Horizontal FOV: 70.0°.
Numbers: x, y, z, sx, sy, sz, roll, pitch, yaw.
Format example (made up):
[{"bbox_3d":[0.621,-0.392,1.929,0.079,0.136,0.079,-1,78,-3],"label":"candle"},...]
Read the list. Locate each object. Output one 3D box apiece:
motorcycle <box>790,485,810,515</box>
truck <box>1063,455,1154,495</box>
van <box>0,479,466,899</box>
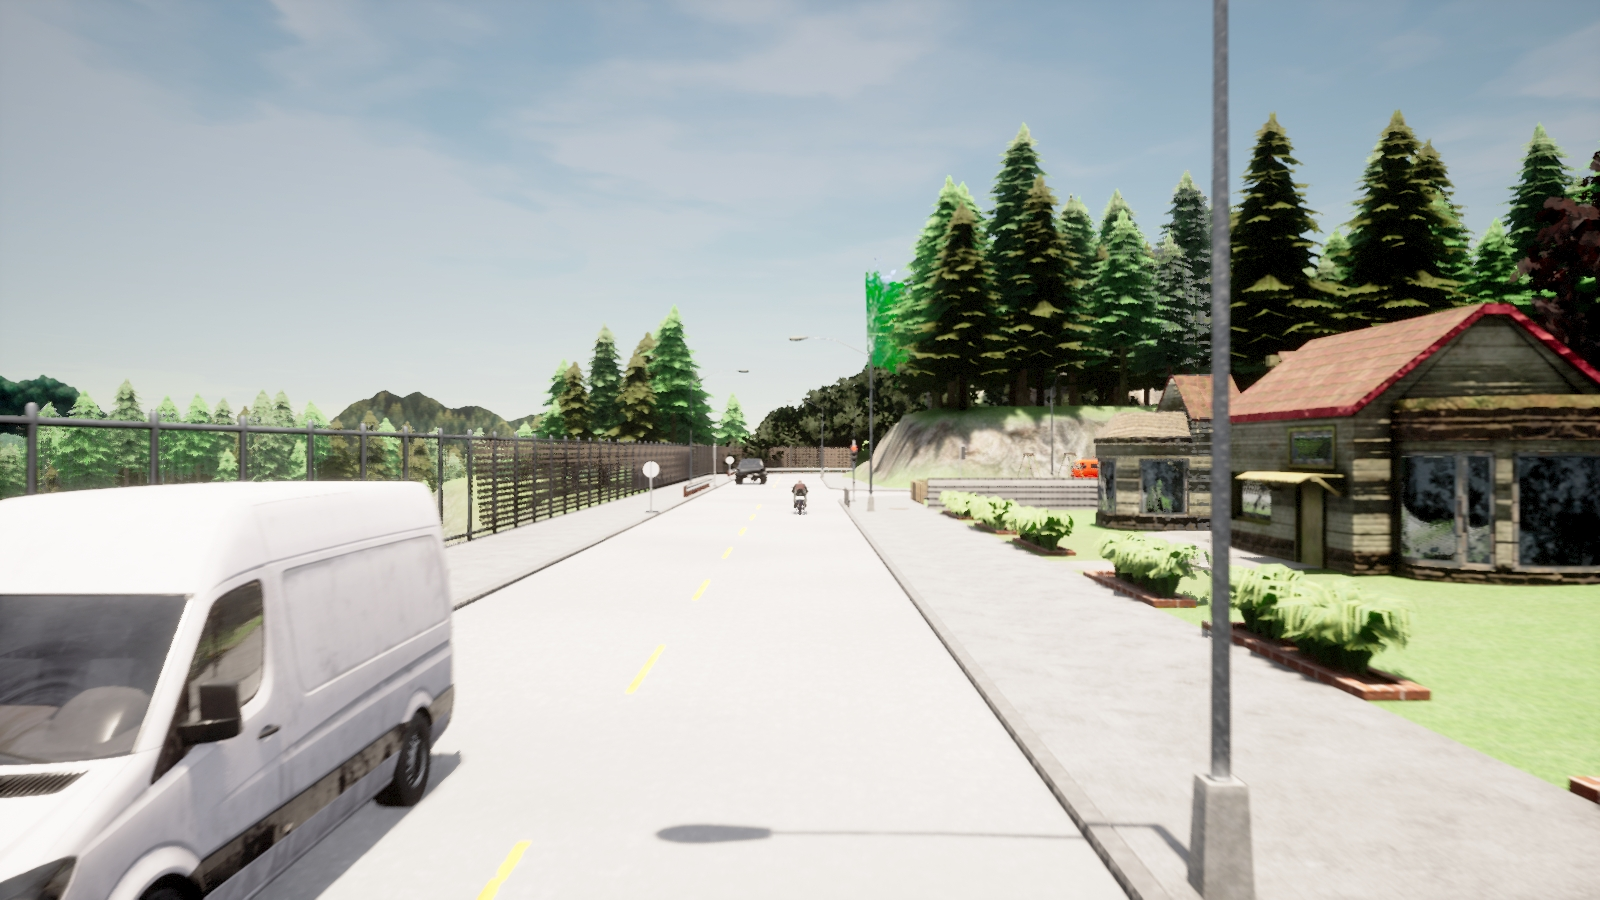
[{"bbox_3d":[0.003,2.205,50.514,0.867,1.251,2.209,0,0,0],"label":"motorcycle"},{"bbox_3d":[20.027,1.579,74.306,5.204,2.467,2.627,1,0,0],"label":"truck"},{"bbox_3d":[-3.998,1.535,7.313,1.988,2.561,5.915,0,0,0],"label":"van"}]
